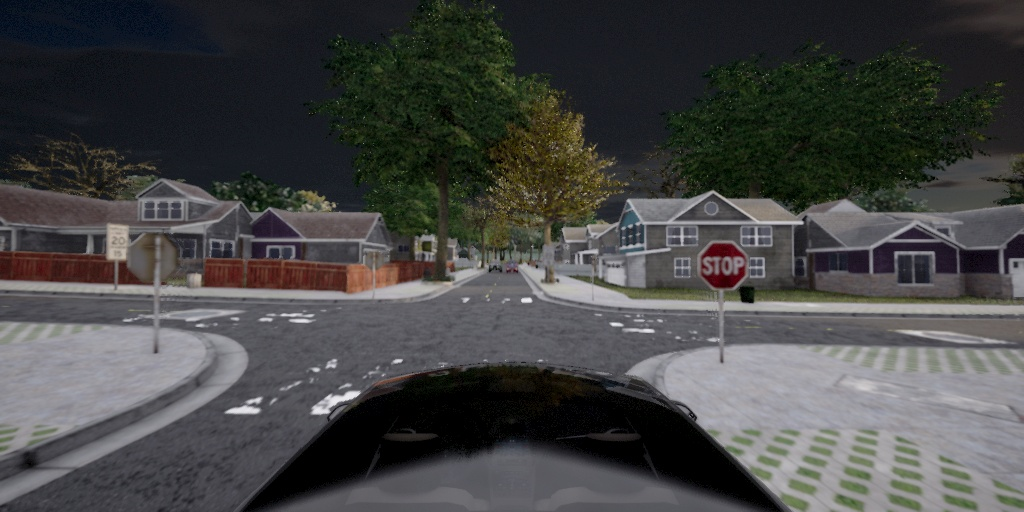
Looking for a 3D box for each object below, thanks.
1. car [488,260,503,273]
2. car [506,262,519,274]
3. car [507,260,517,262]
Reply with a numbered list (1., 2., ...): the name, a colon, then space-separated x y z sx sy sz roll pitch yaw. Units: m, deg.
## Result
1. car: -2.734 1.684 59.658 2.150 2.045 5.566 0 -1 0
2. car: 0.015 2.008 55.123 1.895 1.301 4.718 0 -1 0
3. car: 0.018 1.751 65.134 2.150 2.045 5.566 0 -1 0
